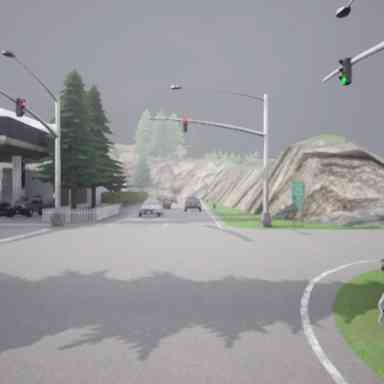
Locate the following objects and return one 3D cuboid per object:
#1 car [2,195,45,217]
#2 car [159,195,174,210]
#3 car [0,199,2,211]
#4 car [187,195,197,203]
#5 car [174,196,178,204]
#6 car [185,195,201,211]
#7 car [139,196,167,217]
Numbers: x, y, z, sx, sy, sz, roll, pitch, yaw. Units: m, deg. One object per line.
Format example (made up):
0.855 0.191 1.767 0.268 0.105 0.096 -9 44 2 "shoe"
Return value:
-14.519 1.190 29.321 1.905 1.878 3.866 0 0 -1 "car"
-3.578 1.187 39.636 2.097 1.767 4.553 0 0 0 "car"
-20.224 1.339 33.602 2.242 1.667 4.611 0 0 -1 "car"
0.072 1.257 64.050 1.812 1.442 4.674 0 1 0 "car"
-3.528 1.325 57.329 1.994 1.385 4.181 0 0 1 "car"
0.113 1.388 38.101 2.033 1.411 5.357 0 0 0 "car"
-3.586 1.401 29.794 1.812 1.442 4.674 0 0 0 "car"
